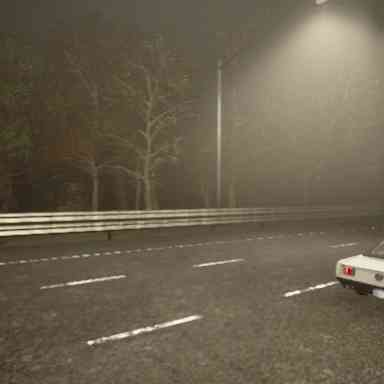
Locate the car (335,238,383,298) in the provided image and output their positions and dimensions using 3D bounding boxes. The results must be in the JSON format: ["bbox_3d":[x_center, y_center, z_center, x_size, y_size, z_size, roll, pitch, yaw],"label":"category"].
[{"bbox_3d":[5.450,1.691,7.618,4.718,1.301,1.895,1,0,-34],"label":"car"}]
